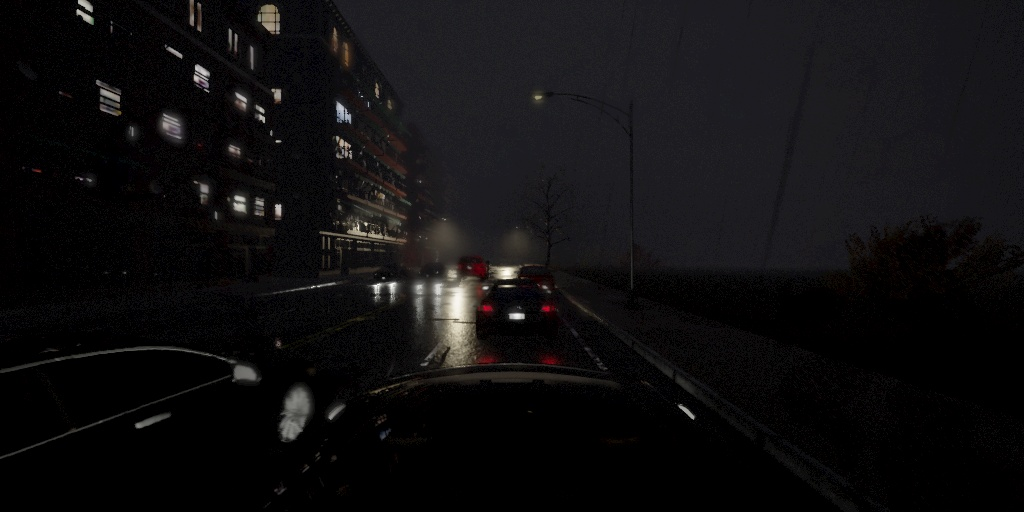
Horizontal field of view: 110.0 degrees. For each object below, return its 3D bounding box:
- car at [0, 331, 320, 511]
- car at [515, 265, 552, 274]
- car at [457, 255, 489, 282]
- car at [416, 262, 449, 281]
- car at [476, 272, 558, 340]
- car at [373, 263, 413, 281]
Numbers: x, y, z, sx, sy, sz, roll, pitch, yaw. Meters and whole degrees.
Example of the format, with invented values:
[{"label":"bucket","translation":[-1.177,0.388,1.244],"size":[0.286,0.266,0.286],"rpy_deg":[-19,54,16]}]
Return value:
[{"label":"car","translation":[-3.152,1.252,2.247],"size":[1.837,1.490,4.892],"rpy_deg":[0,-1,0]},{"label":"car","translation":[1.152,1.230,18.930],"size":[1.882,1.535,5.008],"rpy_deg":[0,0,0]},{"label":"car","translation":[-3.120,0.975,29.094],"size":[2.150,2.045,5.566],"rpy_deg":[0,0,0]},{"label":"car","translation":[-6.587,1.278,30.263],"size":[1.812,1.442,4.674],"rpy_deg":[0,0,0]},{"label":"car","translation":[0.109,1.315,10.010],"size":[1.994,1.385,4.181],"rpy_deg":[0,0,0]},{"label":"car","translation":[-9.823,1.299,30.094],"size":[2.033,1.411,5.357],"rpy_deg":[0,0,0]}]
